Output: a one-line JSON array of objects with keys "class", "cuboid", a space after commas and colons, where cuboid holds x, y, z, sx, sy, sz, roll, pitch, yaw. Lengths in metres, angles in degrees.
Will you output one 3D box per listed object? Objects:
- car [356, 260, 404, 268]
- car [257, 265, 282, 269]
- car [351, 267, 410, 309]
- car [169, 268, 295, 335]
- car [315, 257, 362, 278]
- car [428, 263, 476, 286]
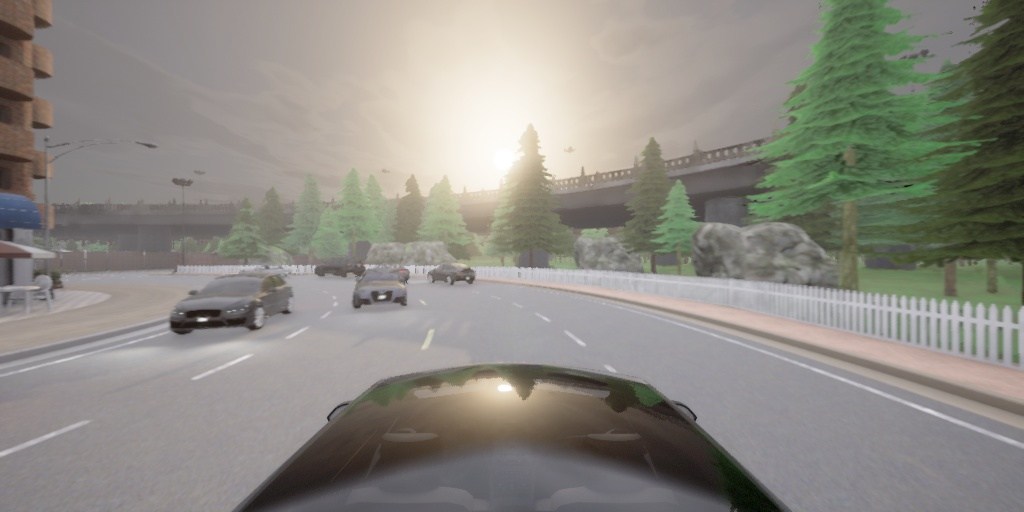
[{"class": "car", "cuboid": [-9.330, 1.314, 26.516, 2.128, 1.511, 4.902, 0, 0, -44]}, {"class": "car", "cuboid": [-23.974, 1.525, 34.889, 4.718, 1.301, 1.895, 0, 0, 15]}, {"class": "car", "cuboid": [-5.628, 1.362, 15.331, 1.994, 1.385, 4.181, 0, 0, -22]}, {"class": "car", "cuboid": [-8.272, 1.315, 11.093, 1.837, 1.490, 4.892, 0, 0, -17]}, {"class": "car", "cuboid": [-17.405, 1.098, 36.327, 5.566, 2.045, 2.150, -1, 0, 26]}, {"class": "car", "cuboid": [-4.511, 1.293, 26.359, 1.837, 1.490, 4.892, 0, 0, -39]}]
